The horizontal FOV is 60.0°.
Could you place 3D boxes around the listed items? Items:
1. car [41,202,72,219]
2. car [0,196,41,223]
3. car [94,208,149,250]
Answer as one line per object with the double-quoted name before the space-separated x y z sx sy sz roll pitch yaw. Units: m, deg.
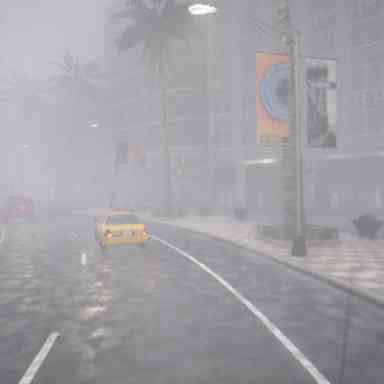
"car" -12.533 1.618 30.145 2.128 1.511 4.902 0 0 -40
"car" -14.499 1.364 27.207 2.150 2.045 5.566 0 0 -39
"car" -3.227 1.491 14.536 1.801 1.575 5.366 -1 0 -20
